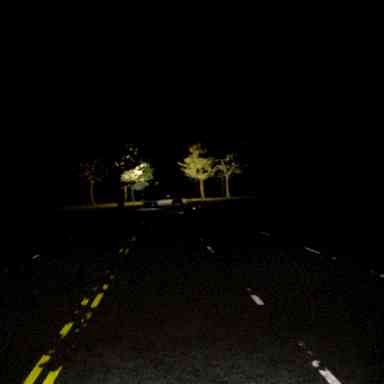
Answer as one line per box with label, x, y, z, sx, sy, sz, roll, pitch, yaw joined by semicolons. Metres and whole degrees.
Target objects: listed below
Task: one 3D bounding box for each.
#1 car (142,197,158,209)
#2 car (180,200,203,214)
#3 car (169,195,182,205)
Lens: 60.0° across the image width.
car;-7.478;1.887;59.974;2.150;2.045;5.566;-3;0;2
car;0.041;1.786;38.435;1.994;1.385;4.181;-3;0;-6
car;-3.285;1.713;72.854;2.150;2.045;5.566;-3;0;-6
